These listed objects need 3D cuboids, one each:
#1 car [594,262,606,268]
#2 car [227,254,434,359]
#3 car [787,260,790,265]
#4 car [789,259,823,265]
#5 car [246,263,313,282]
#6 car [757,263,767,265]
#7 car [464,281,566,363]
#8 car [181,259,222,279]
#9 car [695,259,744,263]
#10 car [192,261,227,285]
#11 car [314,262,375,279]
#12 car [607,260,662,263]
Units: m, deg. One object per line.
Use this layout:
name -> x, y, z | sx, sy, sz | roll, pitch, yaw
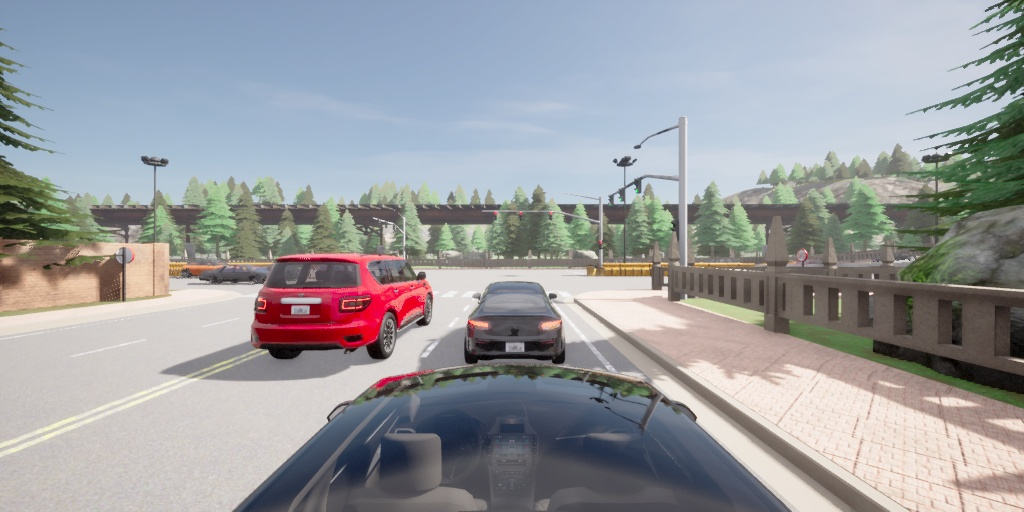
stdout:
car -> 13.129, 1.241, 46.618 | 4.902, 1.511, 2.128 | 0, 0, 0
car -> -3.441, 0.971, 8.520 | 2.150, 2.045, 5.566 | 0, 0, 0
car -> 35.678, 1.141, 43.064 | 5.008, 1.535, 1.882 | -1, 0, 0
car -> 34.003, 1.302, 39.566 | 4.718, 1.301, 1.895 | -1, 0, 0
car -> -18.739, 1.314, 29.057 | 4.181, 1.385, 1.994 | 0, 0, 0
car -> 34.501, 1.169, 46.565 | 5.008, 1.535, 1.882 | -2, 0, 0
car -> 0.061, 1.276, 7.969 | 1.812, 1.442, 4.674 | 0, 0, 0
car -> -27.141, 1.102, 32.594 | 4.553, 1.767, 2.097 | 0, 0, 0
car -> 22.425, 1.102, 39.584 | 4.553, 1.767, 2.097 | 0, 0, 0
car -> -19.088, 1.297, 25.558 | 5.357, 1.411, 2.033 | 0, 0, 0
car -> -15.111, 1.275, 32.540 | 4.674, 1.442, 1.812 | 0, 0, 0
car -> 13.404, 1.228, 39.618 | 5.008, 1.535, 1.882 | 0, 0, 0
